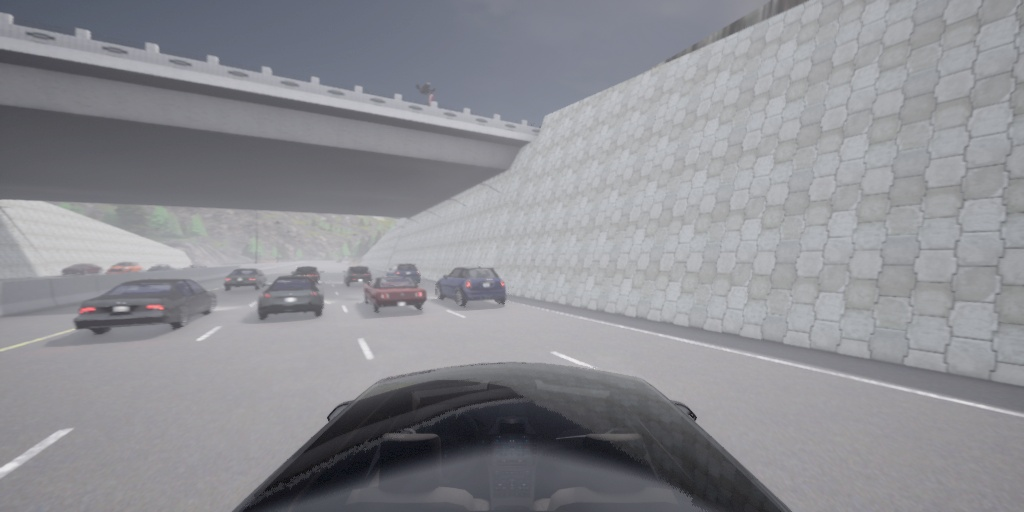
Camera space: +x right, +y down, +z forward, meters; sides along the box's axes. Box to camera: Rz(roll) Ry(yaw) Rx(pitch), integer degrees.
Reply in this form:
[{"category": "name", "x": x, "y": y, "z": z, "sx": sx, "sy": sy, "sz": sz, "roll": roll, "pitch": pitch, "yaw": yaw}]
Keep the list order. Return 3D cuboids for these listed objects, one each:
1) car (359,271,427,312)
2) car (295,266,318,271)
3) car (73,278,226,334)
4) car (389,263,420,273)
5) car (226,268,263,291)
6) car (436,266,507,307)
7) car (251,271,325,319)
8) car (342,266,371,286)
[{"category": "car", "x": -5.065, "y": 1.490, "z": 15.097, "sx": 1.895, "sy": 1.301, "sz": 4.718, "roll": 0, "pitch": -1, "yaw": -28}, {"category": "car", "x": -15.361, "y": 1.512, "z": 26.887, "sx": 1.837, "sy": 1.490, "sz": 4.892, "roll": 0, "pitch": 0, "yaw": -28}, {"category": "car", "x": -10.890, "y": 1.387, "z": 11.134, "sx": 2.033, "sy": 1.411, "sz": 5.357, "roll": 0, "pitch": -1, "yaw": -28}, {"category": "car", "x": -9.154, "y": 1.399, "z": 30.128, "sx": 2.097, "sy": 1.767, "sz": 4.553, "roll": 0, "pitch": -1, "yaw": -28}, {"category": "car", "x": -17.992, "y": 1.522, "z": 24.374, "sx": 2.033, "sy": 1.411, "sz": 5.357, "roll": 0, "pitch": -1, "yaw": -28}, {"category": "car", "x": -2.062, "y": 1.264, "z": 16.911, "sx": 2.097, "sy": 1.767, "sz": 4.553, "roll": 0, "pitch": -1, "yaw": -28}, {"category": "car", "x": -8.260, "y": 1.435, "z": 13.656, "sx": 1.994, "sy": 1.385, "sz": 4.181, "roll": 0, "pitch": -1, "yaw": -28}, {"category": "car", "x": -12.278, "y": 1.534, "z": 28.544, "sx": 1.837, "sy": 1.490, "sz": 4.892, "roll": 0, "pitch": 0, "yaw": -28}]
